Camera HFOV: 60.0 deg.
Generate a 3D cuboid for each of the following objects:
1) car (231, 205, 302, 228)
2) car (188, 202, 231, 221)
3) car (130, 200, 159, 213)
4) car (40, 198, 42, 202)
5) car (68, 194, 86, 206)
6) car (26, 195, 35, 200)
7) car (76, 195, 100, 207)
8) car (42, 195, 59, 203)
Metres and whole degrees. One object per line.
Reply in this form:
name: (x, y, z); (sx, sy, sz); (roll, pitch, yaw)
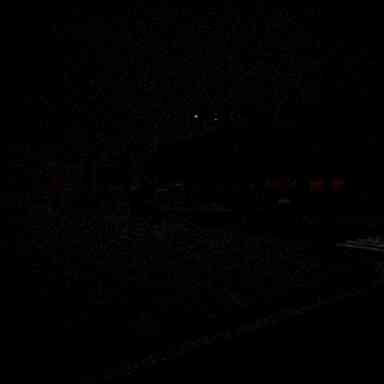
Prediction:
car: (4.950, 1.484, 21.686); (1.887, 1.381, 4.507); (0, 0, -36)
car: (1.509, 1.452, 26.415); (1.752, 1.417, 4.829); (0, 0, -36)
car: (-5.075, 1.475, 35.463); (1.947, 1.339, 4.313); (0, 0, -36)
car: (-31.808, 1.493, 72.204); (1.802, 1.307, 4.206); (0, 0, -36)
car: (-18.442, 1.218, 53.833); (2.192, 1.841, 5.009); (0, 0, -36)
car: (-41.832, 1.488, 85.980); (2.008, 1.369, 4.403); (0, 0, -36)
car: (-15.099, 1.467, 49.240); (1.947, 1.339, 4.313); (0, 0, -36)
car: (-28.466, 1.348, 67.611); (1.967, 1.590, 4.097); (0, 0, -36)
